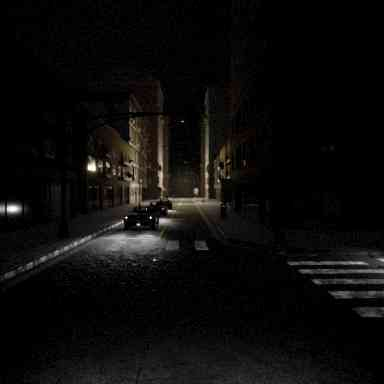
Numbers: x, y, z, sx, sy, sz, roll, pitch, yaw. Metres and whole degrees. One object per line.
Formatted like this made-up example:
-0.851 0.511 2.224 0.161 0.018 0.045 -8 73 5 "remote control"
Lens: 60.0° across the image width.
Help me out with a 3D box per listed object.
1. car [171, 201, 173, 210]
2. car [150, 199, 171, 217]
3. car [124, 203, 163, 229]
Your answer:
-3.468 1.546 41.839 1.994 1.385 4.181 0 0 -1 "car"
-3.326 1.591 31.563 1.895 1.301 4.718 0 0 -1 "car"
-3.180 1.596 21.741 1.895 1.301 4.718 0 0 -1 "car"
